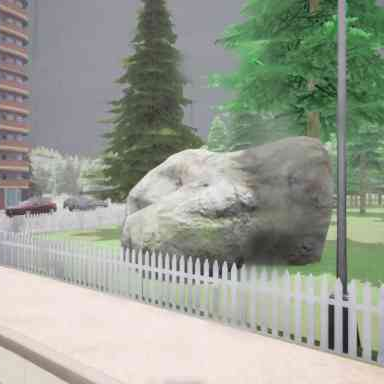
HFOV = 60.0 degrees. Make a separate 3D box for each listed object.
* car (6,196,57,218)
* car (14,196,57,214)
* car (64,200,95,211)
[{"bbox_3d":[-14.466,1.422,30.220,1.882,1.535,5.008,0,0,15],"label":"car"},{"bbox_3d":[-16.727,1.297,35.864,2.097,1.767,4.553,0,0,8],"label":"car"},{"bbox_3d":[-12.814,1.508,39.059,1.994,1.385,4.181,0,0,4],"label":"car"}]
